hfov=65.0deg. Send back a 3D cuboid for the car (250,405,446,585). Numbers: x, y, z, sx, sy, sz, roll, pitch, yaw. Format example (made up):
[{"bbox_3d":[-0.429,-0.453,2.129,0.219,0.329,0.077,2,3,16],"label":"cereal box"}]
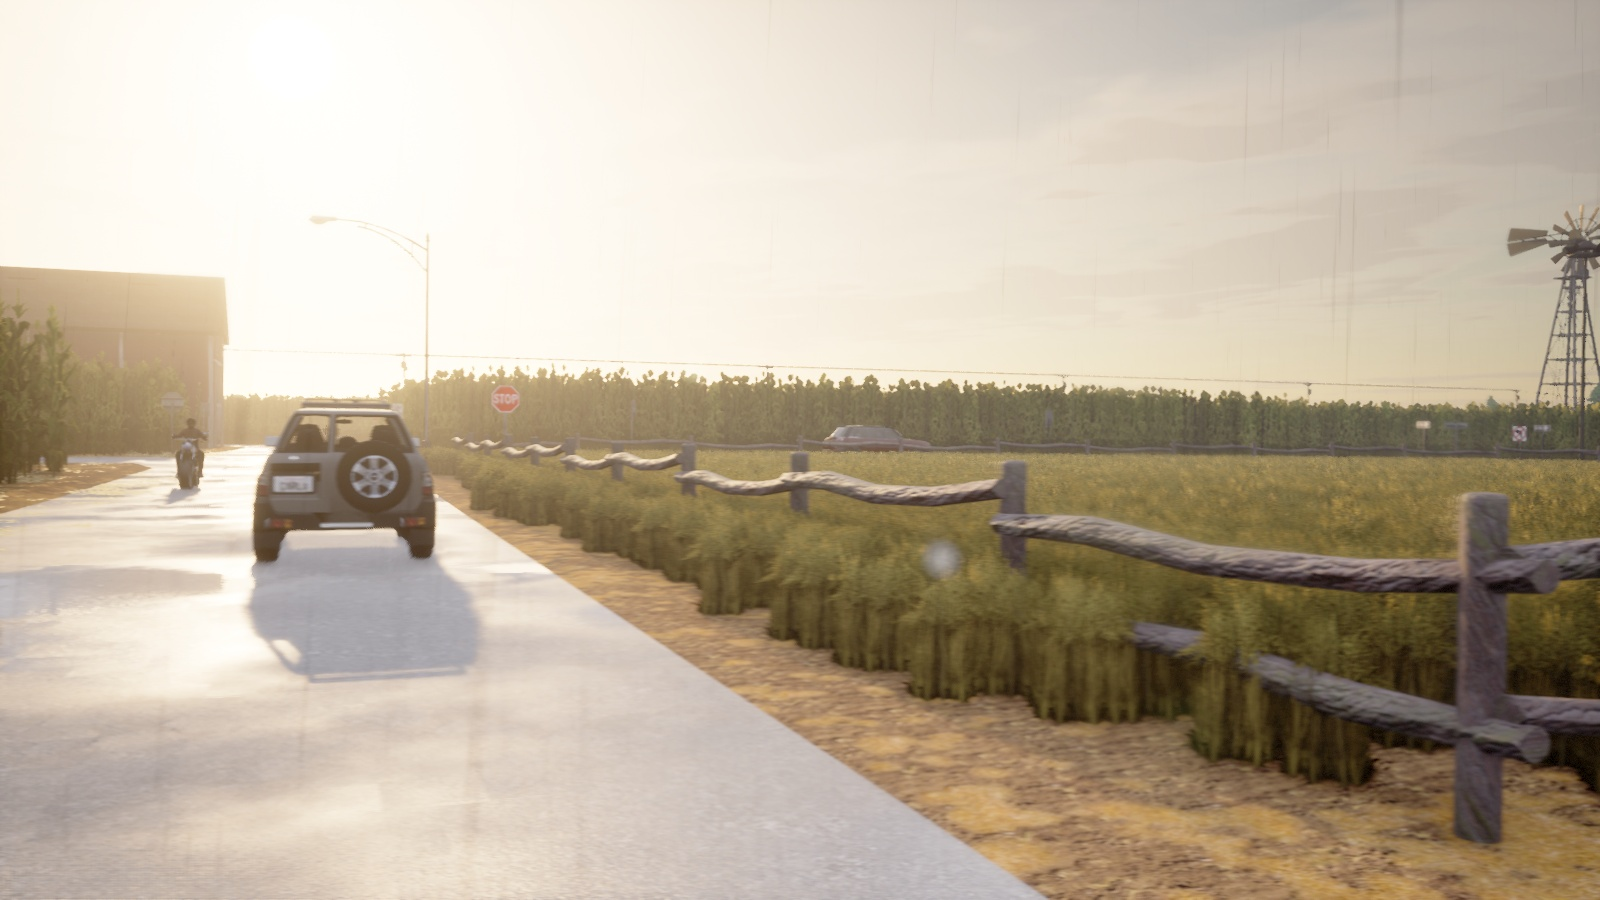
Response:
[{"bbox_3d":[-5.573,0.424,15.464,1.932,1.855,4.605,-1,1,-21],"label":"car"}]

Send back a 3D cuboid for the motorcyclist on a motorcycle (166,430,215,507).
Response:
[{"bbox_3d":[-13.787,0.375,28.461,0.766,1.649,2.350,-1,1,-21],"label":"motorcyclist on a motorcycle"}]

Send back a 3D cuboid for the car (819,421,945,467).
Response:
[{"bbox_3d":[3.262,-0.245,49.960,4.553,1.767,2.097,0,1,-20],"label":"car"}]
